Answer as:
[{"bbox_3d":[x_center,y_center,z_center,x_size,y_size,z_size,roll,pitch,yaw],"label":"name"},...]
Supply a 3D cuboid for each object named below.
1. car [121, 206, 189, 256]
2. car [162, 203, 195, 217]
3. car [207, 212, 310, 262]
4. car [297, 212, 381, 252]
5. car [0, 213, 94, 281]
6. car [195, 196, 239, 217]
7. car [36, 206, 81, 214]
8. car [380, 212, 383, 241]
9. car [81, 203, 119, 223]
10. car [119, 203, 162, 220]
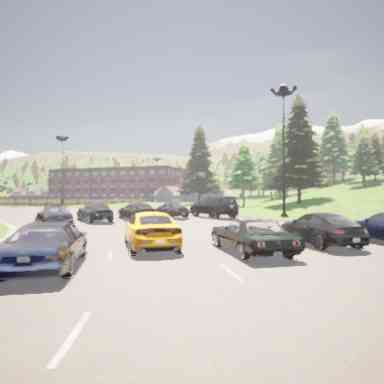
[{"bbox_3d":[-1.726,1.565,13.788,1.882,1.535,5.008,0,0,-15],"label":"car"},{"bbox_3d":[-2.004,1.717,30.874,1.812,1.442,4.674,0,0,-34],"label":"car"},{"bbox_3d":[2.202,1.672,12.582,1.895,1.301,4.718,0,0,-13],"label":"car"},{"bbox_3d":[5.504,1.600,14.361,1.812,1.442,4.674,0,0,-12],"label":"car"},{"bbox_3d":[-4.374,1.620,10.136,2.033,1.411,5.357,0,0,-11],"label":"car"},{"bbox_3d":[2.068,1.406,31.079,2.150,2.045,5.566,0,0,-31],"label":"car"},{"bbox_3d":[-9.675,1.712,23.340,2.033,1.411,5.357,0,0,-32],"label":"car"},{"bbox_3d":[8.961,1.595,14.876,1.812,1.442,4.674,0,0,-12],"label":"car"},{"bbox_3d":[-7.871,1.687,26.832,1.837,1.490,4.892,0,0,-35],"label":"car"},{"bbox_3d":[-4.791,1.690,28.513,1.837,1.490,4.892,0,0,-35],"label":"car"}]
